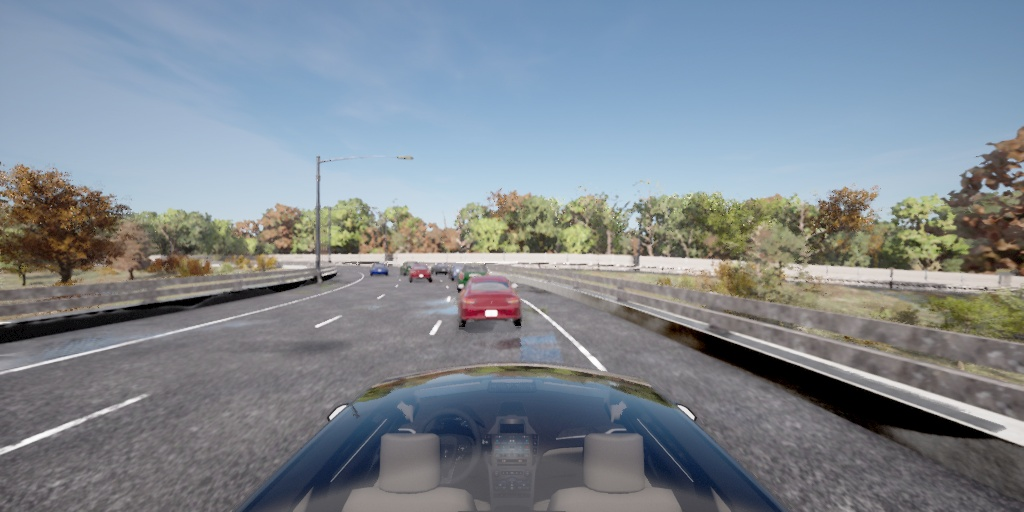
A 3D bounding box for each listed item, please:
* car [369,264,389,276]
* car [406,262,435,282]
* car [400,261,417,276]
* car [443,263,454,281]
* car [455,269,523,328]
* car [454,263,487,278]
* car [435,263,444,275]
[{"bbox_3d":[-15.654,1.588,42.196,1.994,1.385,4.181,0,0,-22],"label":"car"},{"bbox_3d":[-8.027,1.470,31.274,1.812,1.442,4.674,0,-1,-17],"label":"car"},{"bbox_3d":[-12.008,1.370,42.493,2.097,1.767,4.553,0,0,-23],"label":"car"},{"bbox_3d":[-4.782,1.493,32.683,2.033,1.411,5.357,0,0,-15],"label":"car"},{"bbox_3d":[-0.759,1.337,11.614,1.812,1.442,4.674,0,0,-6],"label":"car"},{"bbox_3d":[-2.440,1.233,22.685,2.097,1.767,4.553,0,0,-9],"label":"car"},{"bbox_3d":[-8.676,1.583,43.605,1.994,1.385,4.181,0,0,-22],"label":"car"}]
